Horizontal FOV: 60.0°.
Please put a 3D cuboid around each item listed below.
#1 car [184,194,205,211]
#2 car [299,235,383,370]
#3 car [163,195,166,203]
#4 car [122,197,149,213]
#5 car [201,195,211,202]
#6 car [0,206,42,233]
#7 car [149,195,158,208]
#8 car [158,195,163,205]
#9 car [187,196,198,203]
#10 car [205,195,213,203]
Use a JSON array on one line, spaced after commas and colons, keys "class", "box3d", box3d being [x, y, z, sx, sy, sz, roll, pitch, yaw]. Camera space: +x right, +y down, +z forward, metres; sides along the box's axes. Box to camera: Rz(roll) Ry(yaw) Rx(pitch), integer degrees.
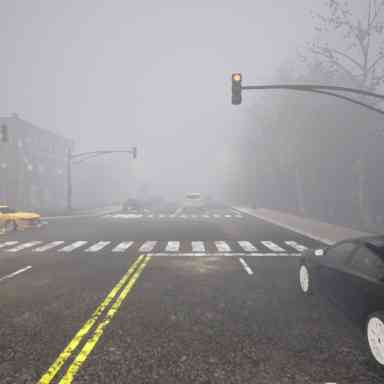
[{"class": "car", "box3d": [0.161, 1.210, 41.463, 2.150, 2.045, 5.566, 0, 0, -1]}, {"class": "car", "box3d": [3.344, 1.477, 5.663, 1.882, 1.535, 5.008, 0, 0, 1]}, {"class": "car", "box3d": [-6.509, 1.329, 66.726, 2.097, 1.767, 4.553, 0, 0, 0]}, {"class": "car", "box3d": [-6.581, 1.481, 37.613, 2.128, 1.511, 4.902, 0, 0, 0]}, {"class": "car", "box3d": [3.270, 1.494, 79.178, 2.128, 1.511, 4.902, 0, 0, 0]}, {"class": "car", "box3d": [-11.485, 1.567, 19.942, 5.008, 1.535, 1.882, -2, 0, 14]}, {"class": "car", "box3d": [-6.577, 1.477, 47.071, 2.128, 1.511, 4.902, 0, 0, 0]}, {"class": "car", "box3d": [-6.569, 1.458, 56.646, 1.882, 1.535, 5.008, 0, 0, 0]}, {"class": "car", "box3d": [0.123, 1.523, 69.156, 2.033, 1.411, 5.357, 0, 0, 0]}, {"class": "car", "box3d": [3.370, 1.480, 68.989, 1.837, 1.490, 4.892, 0, 0, 0]}]
